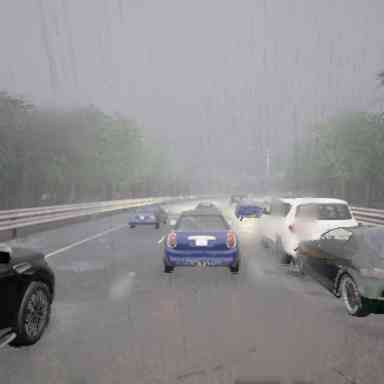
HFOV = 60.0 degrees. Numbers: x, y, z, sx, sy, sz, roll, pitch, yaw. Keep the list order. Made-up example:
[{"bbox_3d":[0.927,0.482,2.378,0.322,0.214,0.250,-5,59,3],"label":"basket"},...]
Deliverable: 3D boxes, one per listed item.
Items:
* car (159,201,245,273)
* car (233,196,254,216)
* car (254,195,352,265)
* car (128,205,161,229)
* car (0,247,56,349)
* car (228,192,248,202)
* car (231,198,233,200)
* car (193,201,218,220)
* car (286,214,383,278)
[{"bbox_3d":[0.310,1.350,10.901,2.097,1.767,4.553,0,0,2],"label":"car"},{"bbox_3d":[4.299,1.290,24.496,1.882,1.535,5.008,0,0,4],"label":"car"},{"bbox_3d":[3.823,1.223,11.801,2.150,2.045,5.566,0,0,2],"label":"car"},{"bbox_3d":[-2.751,1.538,21.764,2.033,1.411,5.357,0,0,3],"label":"car"},{"bbox_3d":[-3.357,1.217,3.178,2.150,2.045,5.566,0,0,1],"label":"car"},{"bbox_3d":[6.247,1.028,45.964,2.150,2.045,5.566,0,0,7],"label":"car"},{"bbox_3d":[4.825,1.473,29.958,1.882,1.535,5.008,0,0,4],"label":"car"},{"bbox_3d":[1.237,1.556,28.872,1.994,1.385,4.181,0,0,4],"label":"car"},{"bbox_3d":[3.567,1.370,6.897,1.994,1.385,4.181,0,0,1],"label":"car"}]
